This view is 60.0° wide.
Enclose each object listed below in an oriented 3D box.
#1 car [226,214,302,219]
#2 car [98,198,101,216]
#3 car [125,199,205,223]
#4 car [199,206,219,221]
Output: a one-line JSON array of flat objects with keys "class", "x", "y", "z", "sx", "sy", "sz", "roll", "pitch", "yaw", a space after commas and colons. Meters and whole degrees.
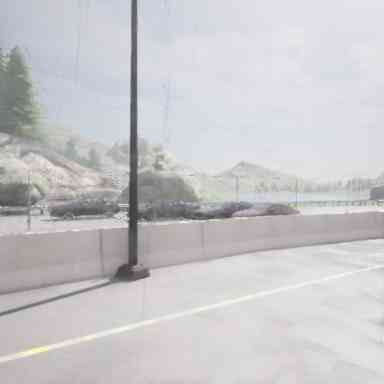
[{"class": "car", "x": 4.398, "y": 1.331, "z": 19.303, "sx": 4.674, "sy": 1.442, "sz": 1.812, "roll": 0, "pitch": 1, "yaw": -31}, {"class": "car", "x": -7.634, "y": 1.153, "z": 24.083, "sx": 4.902, "sy": 1.511, "sz": 2.128, "roll": 0, "pitch": 1, "yaw": -33}, {"class": "car", "x": -1.851, "y": 1.253, "z": 23.651, "sx": 5.357, "sy": 1.411, "sz": 2.033, "roll": 0, "pitch": 1, "yaw": -32}, {"class": "car", "x": 2.602, "y": 1.298, "z": 22.307, "sx": 5.357, "sy": 1.411, "sz": 2.033, "roll": 0, "pitch": 1, "yaw": -31}]
